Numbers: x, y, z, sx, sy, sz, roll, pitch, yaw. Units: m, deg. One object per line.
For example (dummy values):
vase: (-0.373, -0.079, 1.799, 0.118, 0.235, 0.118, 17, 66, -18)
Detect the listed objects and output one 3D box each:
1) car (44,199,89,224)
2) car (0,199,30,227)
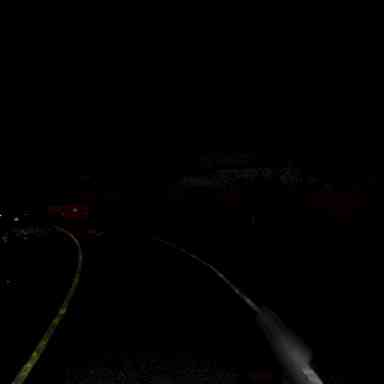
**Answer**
car: (-9.147, 1.256, 24.063, 2.097, 1.767, 4.553, -1, 0, -37)
car: (-12.396, 1.429, 22.382, 2.128, 1.511, 4.902, 0, 0, -41)
